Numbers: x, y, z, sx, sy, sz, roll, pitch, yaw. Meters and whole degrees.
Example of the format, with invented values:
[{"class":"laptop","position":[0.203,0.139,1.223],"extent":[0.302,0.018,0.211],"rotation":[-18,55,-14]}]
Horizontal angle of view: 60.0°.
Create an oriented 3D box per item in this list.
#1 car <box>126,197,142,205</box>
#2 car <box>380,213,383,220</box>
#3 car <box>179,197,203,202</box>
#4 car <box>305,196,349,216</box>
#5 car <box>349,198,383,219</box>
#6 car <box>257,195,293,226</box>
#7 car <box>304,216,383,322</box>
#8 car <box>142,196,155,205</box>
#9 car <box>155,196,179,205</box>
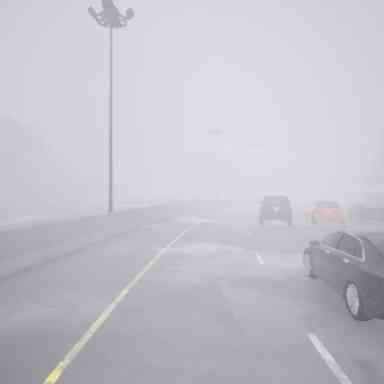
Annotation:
[{"class":"car","position":[-9.791,1.541,58.103],"extent":[1.994,1.385,4.181],"rotation":[0,0,22]},{"class":"car","position":[7.553,1.552,9.542],"extent":[1.812,1.442,4.674],"rotation":[0,0,5]},{"class":"car","position":[0.215,1.487,54.818],"extent":[1.882,1.535,5.008],"rotation":[0,0,22]},{"class":"car","position":[9.611,1.386,24.389],"extent":[2.097,1.767,4.553],"rotation":[0,0,11]},{"class":"car","position":[13.453,1.525,25.737],"extent":[1.882,1.535,5.008],"rotation":[0,0,12]},{"class":"car","position":[5.973,1.247,24.135],"extent":[2.150,2.045,5.566],"rotation":[0,0,11]},{"class":"car","position":[3.842,1.520,7.183],"extent":[1.837,1.490,4.892],"rotation":[0,0,4]},{"class":"car","position":[-6.256,1.492,57.513],"extent":[1.837,1.490,4.892],"rotation":[0,0,22]},{"class":"car","position":[-3.591,1.544,54.833],"extent":[2.033,1.411,5.357],"rotation":[0,0,21]}]
